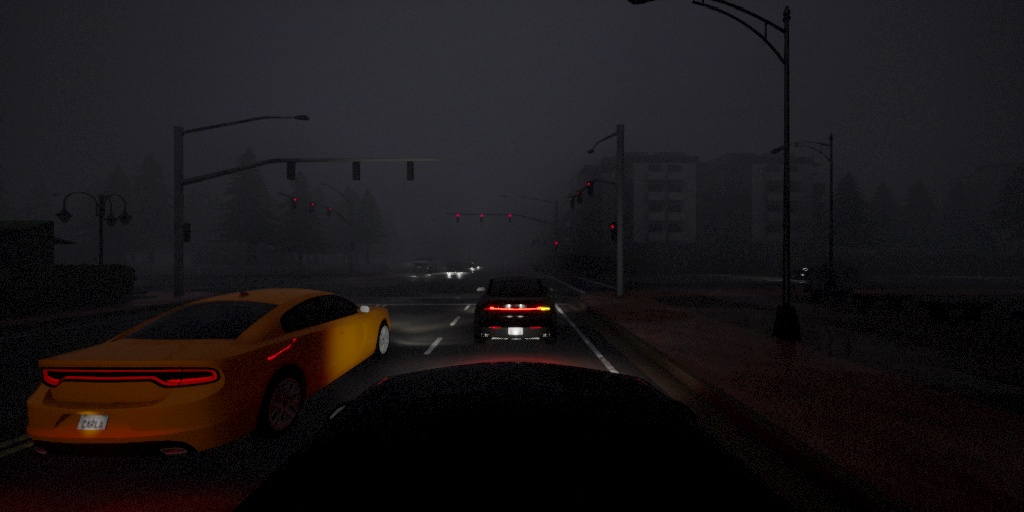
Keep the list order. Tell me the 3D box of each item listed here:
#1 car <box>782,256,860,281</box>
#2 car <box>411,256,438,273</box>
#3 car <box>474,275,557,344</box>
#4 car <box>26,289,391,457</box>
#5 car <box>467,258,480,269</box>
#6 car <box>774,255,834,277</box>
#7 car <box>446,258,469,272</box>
[{"bbox_3d":[25.560,1.100,29.544,4.553,1.767,2.097,0,0,5],"label":"car"},{"bbox_3d":[-10.535,0.970,43.490,2.150,2.045,5.566,0,0,0],"label":"car"},{"bbox_3d":[0.085,1.255,9.585,1.837,1.490,4.892,0,0,0],"label":"car"},{"bbox_3d":[-3.446,1.228,5.446,1.882,1.535,5.008,0,0,1],"label":"car"},{"bbox_3d":[-6.871,1.099,57.783,2.097,1.767,4.553,0,0,2],"label":"car"},{"bbox_3d":[27.481,0.970,32.981,5.566,2.045,2.150,0,0,7],"label":"car"},{"bbox_3d":[-7.036,1.312,45.164,1.994,1.385,4.181,0,0,0],"label":"car"}]
